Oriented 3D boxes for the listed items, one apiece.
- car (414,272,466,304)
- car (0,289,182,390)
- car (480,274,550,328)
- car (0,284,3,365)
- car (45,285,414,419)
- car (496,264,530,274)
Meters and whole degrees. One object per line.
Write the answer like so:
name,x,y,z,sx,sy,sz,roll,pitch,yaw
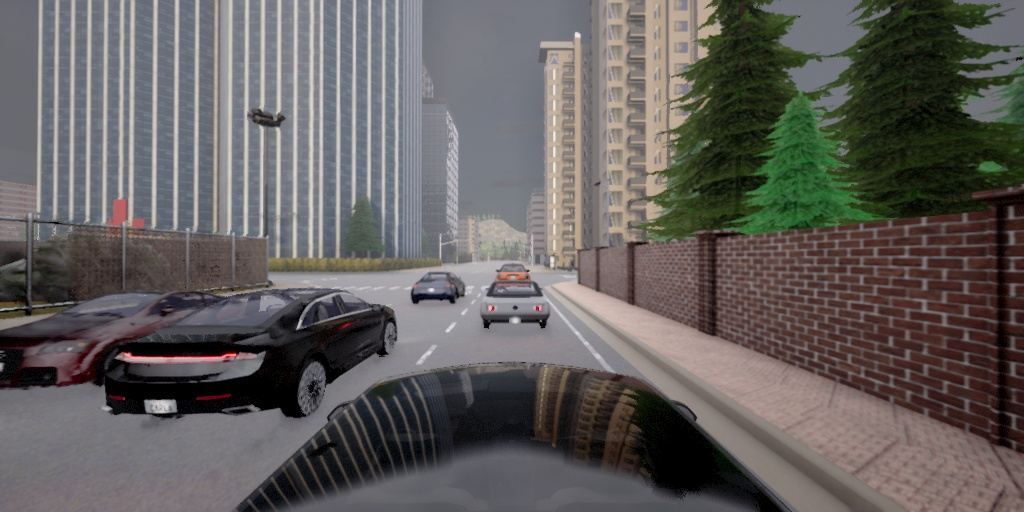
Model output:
car,-3.431,1.434,17.242,1.994,1.385,4.181,0,0,0
car,-7.099,1.354,6.897,1.994,1.385,4.181,0,0,0
car,0.080,1.428,11.712,1.895,1.301,4.718,0,0,0
car,-10.597,1.262,4.253,2.128,1.511,4.902,0,0,0
car,-3.412,1.273,5.909,2.128,1.511,4.902,0,-1,0
car,0.056,1.263,22.661,2.097,1.767,4.553,0,0,0
